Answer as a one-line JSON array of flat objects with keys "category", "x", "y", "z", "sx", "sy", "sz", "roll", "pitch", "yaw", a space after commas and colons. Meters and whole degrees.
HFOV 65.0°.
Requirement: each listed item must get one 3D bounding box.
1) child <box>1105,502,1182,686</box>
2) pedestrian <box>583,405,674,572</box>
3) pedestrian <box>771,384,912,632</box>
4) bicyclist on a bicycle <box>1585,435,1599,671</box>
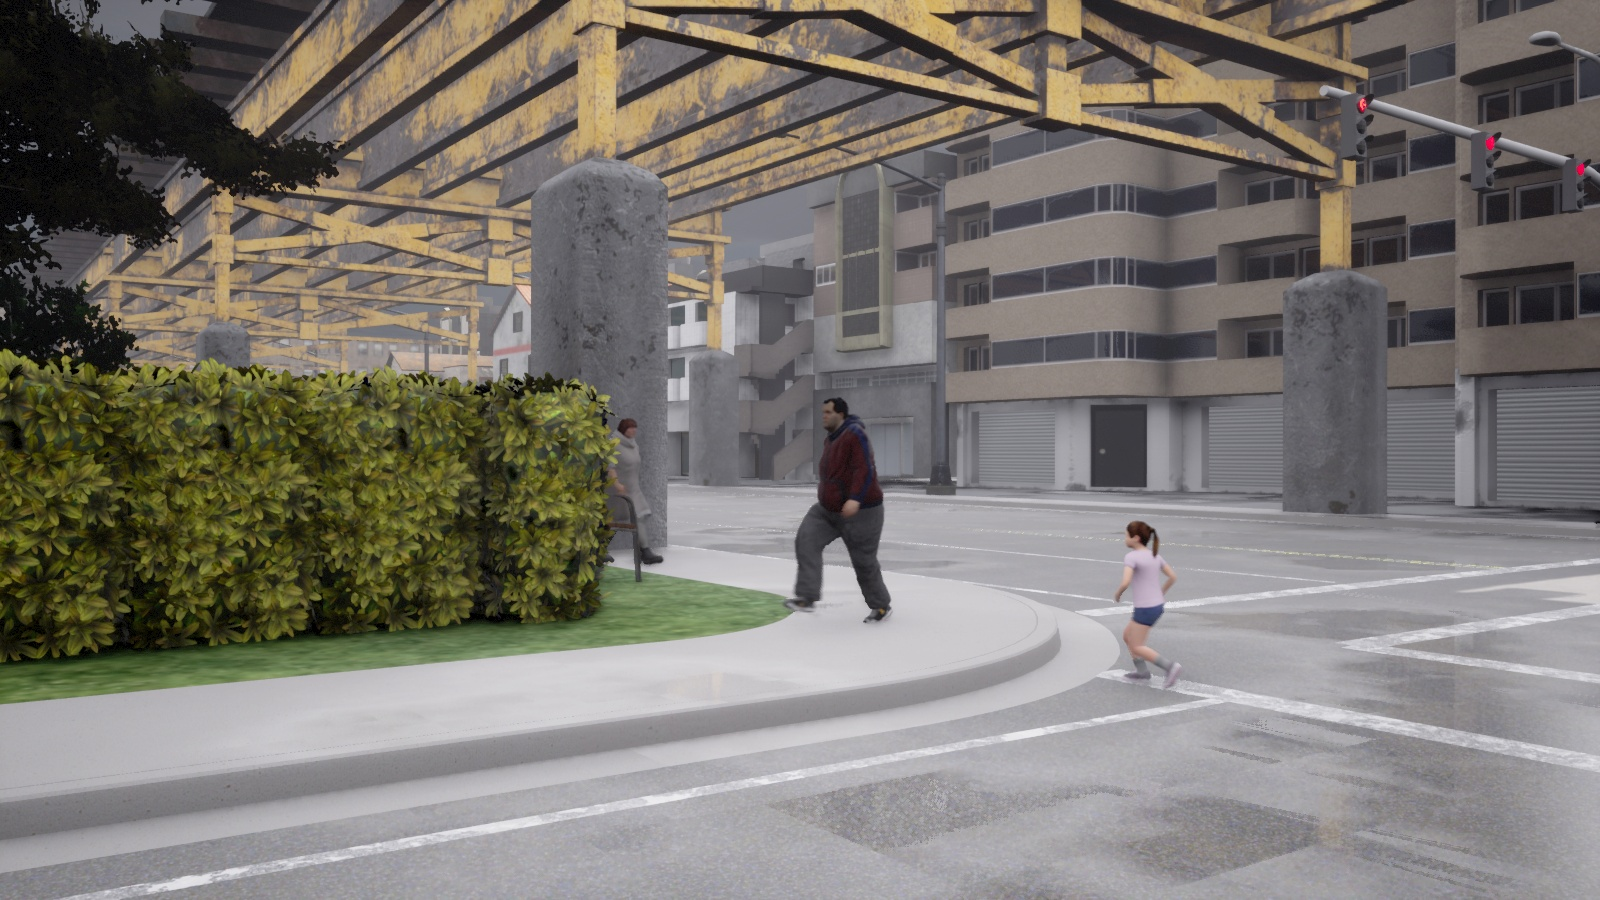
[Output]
[{"category": "child", "x": 2.168, "y": 0.896, "z": 7.937, "sx": 0.394, "sy": 1.110, "sz": 0.255, "roll": 0, "pitch": 0, "yaw": 44}, {"category": "pedestrian", "x": -2.080, "y": 0.449, "z": 15.219, "sx": 0.873, "sy": 1.952, "sz": 0.659, "roll": 0, "pitch": 0, "yaw": 36}, {"category": "pedestrian", "x": 0.319, "y": 0.431, "z": 9.819, "sx": 0.899, "sy": 1.844, "sz": 0.634, "roll": 0, "pitch": 0, "yaw": -30}, {"category": "bicyclist on a bicycle", "x": 6.212, "y": 0.691, "z": 8.961, "sx": 0.866, "sy": 1.612, "sz": 1.509, "roll": -1, "pitch": 1, "yaw": 38}]
